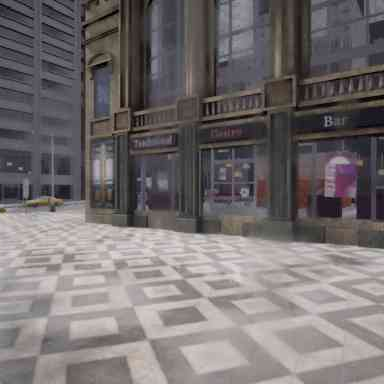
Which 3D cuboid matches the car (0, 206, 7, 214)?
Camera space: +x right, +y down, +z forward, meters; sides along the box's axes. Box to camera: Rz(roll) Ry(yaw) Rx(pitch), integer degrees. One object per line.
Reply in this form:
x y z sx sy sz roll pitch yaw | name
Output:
-18.097 1.342 27.718 1.752 1.417 4.829 1 2 36 | car

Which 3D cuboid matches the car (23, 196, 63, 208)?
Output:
-18.577 1.145 41.619 1.752 1.417 4.829 1 2 36 | car
